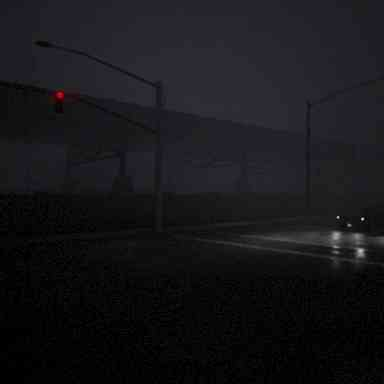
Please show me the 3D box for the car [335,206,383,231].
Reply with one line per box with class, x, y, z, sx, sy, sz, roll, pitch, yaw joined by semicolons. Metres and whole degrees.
car;10.793;1.568;20.288;4.718;1.301;1.895;0;0;-35
